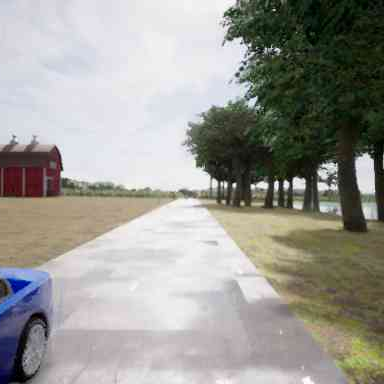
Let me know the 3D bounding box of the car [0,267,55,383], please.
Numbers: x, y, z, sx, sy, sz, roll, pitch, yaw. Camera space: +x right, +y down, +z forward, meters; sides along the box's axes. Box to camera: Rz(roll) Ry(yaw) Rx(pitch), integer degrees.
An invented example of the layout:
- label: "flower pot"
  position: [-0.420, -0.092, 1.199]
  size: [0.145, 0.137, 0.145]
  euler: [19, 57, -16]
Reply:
- label: "car"
  position: [-2.836, 1.476, 2.575]
  size: [1.882, 1.535, 5.008]
  euler: [0, 0, 0]
